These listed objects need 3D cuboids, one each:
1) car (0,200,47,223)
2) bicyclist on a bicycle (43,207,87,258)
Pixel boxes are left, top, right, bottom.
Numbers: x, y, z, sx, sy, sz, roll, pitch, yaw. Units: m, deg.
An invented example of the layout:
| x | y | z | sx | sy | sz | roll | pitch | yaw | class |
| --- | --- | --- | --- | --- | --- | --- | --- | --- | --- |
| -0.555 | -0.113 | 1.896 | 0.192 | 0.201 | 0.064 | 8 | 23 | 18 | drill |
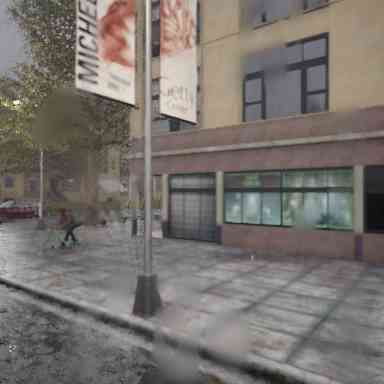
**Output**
| x | y | z | sx | sy | sz | roll | pitch | yaw | class |
| --- | --- | --- | --- | --- | --- | --- | --- | --- | --- |
| -14.068 | 1.419 | 26.333 | 2.097 | 1.767 | 4.553 | 0 | 0 | 36 | car |
| -4.214 | 1.335 | 11.148 | 0.582 | 1.620 | 1.656 | 0 | -1 | 36 | bicyclist on a bicycle |
